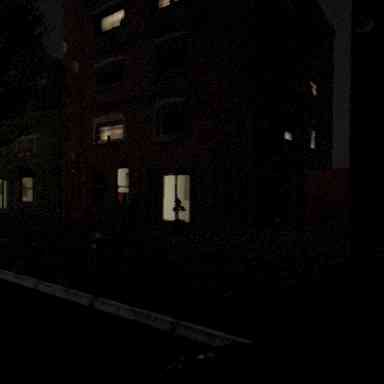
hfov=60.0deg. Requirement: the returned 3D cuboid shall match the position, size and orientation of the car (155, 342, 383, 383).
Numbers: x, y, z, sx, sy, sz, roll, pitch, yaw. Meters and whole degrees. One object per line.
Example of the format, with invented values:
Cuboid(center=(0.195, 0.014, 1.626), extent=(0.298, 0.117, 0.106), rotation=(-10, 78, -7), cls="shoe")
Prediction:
Cuboid(center=(1.535, 1.583, 1.776), extent=(4.206, 1.307, 1.802), rotation=(0, 1, 36), cls="car")
